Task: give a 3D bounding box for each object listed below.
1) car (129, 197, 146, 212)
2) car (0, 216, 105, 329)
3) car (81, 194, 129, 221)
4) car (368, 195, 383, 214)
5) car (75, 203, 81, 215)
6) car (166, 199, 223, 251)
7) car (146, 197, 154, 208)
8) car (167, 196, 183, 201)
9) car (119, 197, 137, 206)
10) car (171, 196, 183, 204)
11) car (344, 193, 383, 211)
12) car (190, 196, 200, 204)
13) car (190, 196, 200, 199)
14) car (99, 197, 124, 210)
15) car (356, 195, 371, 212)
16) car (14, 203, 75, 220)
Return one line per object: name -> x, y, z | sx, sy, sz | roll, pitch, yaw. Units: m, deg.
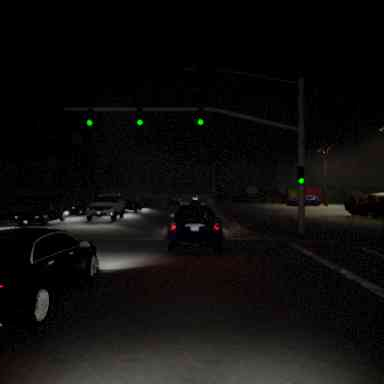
car -> -6.805, 1.546, 37.309 | 1.895, 1.301, 4.718 | 0, 0, 1
car -> -3.404, 1.497, 6.927 | 1.837, 1.490, 4.892 | 0, 0, 0
car -> -6.953, 1.175, 27.282 | 2.150, 2.045, 5.566 | 0, 0, -1
car -> 22.059, 1.378, 36.504 | 3.806, 1.475, 1.970 | 0, 0, 1
car -> -10.367, 1.552, 33.280 | 1.895, 1.301, 4.718 | 0, 0, 1
car -> 0.116, 1.333, 14.102 | 2.097, 1.767, 4.553 | 0, 0, 0
car -> -6.625, 1.429, 47.467 | 2.128, 1.511, 4.902 | 0, 0, 1
car -> -2.935, 1.532, 52.074 | 1.895, 1.301, 4.718 | 0, 0, 1
car -> -10.029, 1.536, 52.731 | 1.895, 1.301, 4.718 | 0, 0, 1
car -> -2.874, 1.469, 64.732 | 2.033, 1.411, 5.357 | 0, 0, 1
car -> 22.119, 1.132, 42.082 | 4.605, 1.855, 1.932 | 0, 0, 1
car -> 0.614, 1.446, 63.847 | 1.812, 1.442, 4.674 | 0, 0, 1
car -> 0.485, 1.529, 53.779 | 1.895, 1.301, 4.718 | 0, 0, 1
car -> -10.219, 1.421, 42.756 | 1.882, 1.535, 5.008 | 0, 0, 1
car -> 22.117, 1.344, 39.398 | 3.905, 1.438, 1.784 | 0, 0, 1
car -> -10.490, 1.506, 23.691 | 2.033, 1.411, 5.357 | 0, 0, 1
